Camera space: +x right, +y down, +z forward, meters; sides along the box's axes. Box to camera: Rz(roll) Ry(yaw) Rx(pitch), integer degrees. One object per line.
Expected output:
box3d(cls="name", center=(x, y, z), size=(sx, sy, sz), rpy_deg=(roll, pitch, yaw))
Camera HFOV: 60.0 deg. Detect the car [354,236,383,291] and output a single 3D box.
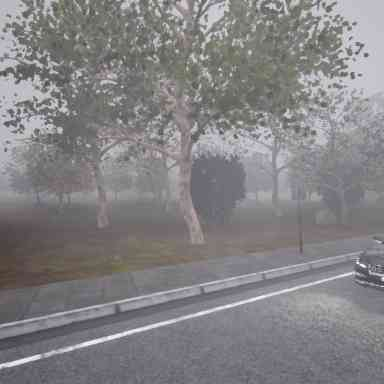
box3d(cls="car", center=(5.845, 1.487, 8.032), size=(4.892, 1.490, 1.837), rpy_deg=(0, 0, -35))
